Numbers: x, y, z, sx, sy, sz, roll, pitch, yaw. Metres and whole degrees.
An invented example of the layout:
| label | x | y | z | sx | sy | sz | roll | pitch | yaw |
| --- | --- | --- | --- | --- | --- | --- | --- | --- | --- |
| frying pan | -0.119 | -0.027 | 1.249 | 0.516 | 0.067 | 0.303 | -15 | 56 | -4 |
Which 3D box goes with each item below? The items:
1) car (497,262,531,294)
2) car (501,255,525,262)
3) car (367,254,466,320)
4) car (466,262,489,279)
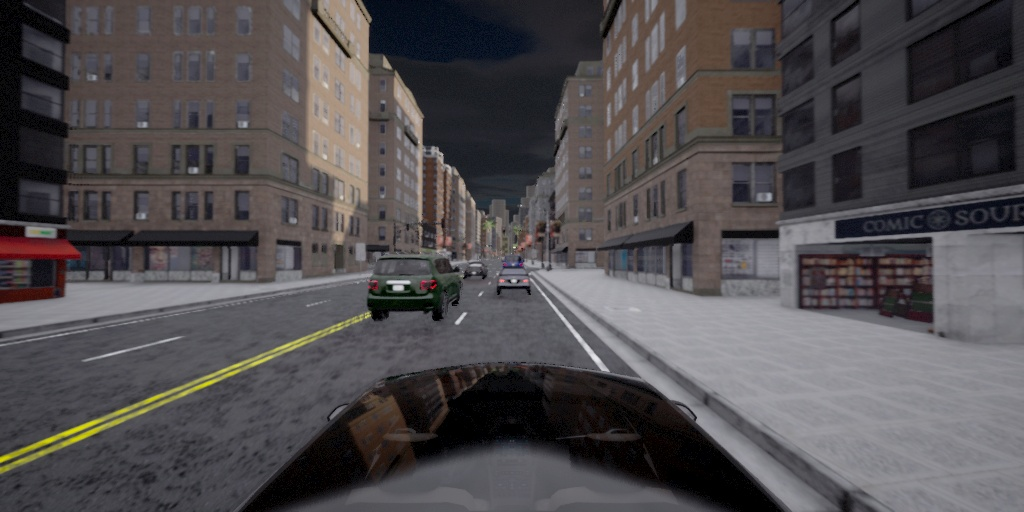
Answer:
| label | x | y | z | sx | sy | sz | roll | pitch | yaw |
| --- | --- | --- | --- | --- | --- | --- | --- | --- | --- |
| car | 0.102 | 1.275 | 20.012 | 2.033 | 1.411 | 5.357 | 0 | 0 | 0 |
| car | 0.109 | 0.929 | 35.155 | 2.150 | 2.045 | 5.566 | 0 | 0 | 0 |
| car | -3.149 | 0.962 | 12.625 | 2.150 | 2.045 | 5.566 | 0 | 0 | 0 |
| car | -3.146 | 1.238 | 31.866 | 1.812 | 1.442 | 4.674 | 0 | 0 | 0 |
